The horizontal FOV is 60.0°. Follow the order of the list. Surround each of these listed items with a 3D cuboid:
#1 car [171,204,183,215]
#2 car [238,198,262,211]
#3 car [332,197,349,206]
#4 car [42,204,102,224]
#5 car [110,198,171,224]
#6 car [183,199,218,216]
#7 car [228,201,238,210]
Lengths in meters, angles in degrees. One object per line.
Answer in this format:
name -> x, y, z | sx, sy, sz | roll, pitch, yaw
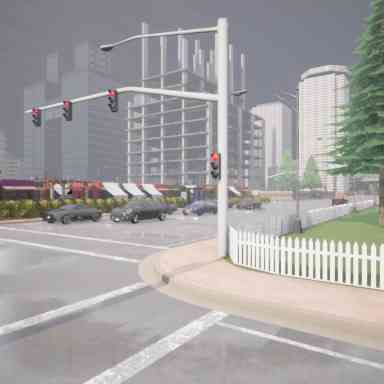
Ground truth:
car -> -3.546, 1.547, 32.139 | 2.033, 1.411, 5.357 | 0, 0, 34
car -> 7.287, 1.501, 41.896 | 1.837, 1.490, 4.892 | 0, 1, 34
car -> 23.959, 1.478, 53.738 | 1.882, 1.535, 5.008 | 0, 0, 34
car -> -8.721, 1.564, 24.479 | 1.994, 1.385, 4.181 | 0, 0, 34
car -> -4.008, 1.352, 25.202 | 2.097, 1.767, 4.553 | 0, 0, 34
car -> 0.937, 1.526, 32.500 | 1.812, 1.442, 4.674 | 0, 0, 34
car -> 3.345, 1.546, 42.326 | 2.033, 1.411, 5.357 | 0, 0, 34
